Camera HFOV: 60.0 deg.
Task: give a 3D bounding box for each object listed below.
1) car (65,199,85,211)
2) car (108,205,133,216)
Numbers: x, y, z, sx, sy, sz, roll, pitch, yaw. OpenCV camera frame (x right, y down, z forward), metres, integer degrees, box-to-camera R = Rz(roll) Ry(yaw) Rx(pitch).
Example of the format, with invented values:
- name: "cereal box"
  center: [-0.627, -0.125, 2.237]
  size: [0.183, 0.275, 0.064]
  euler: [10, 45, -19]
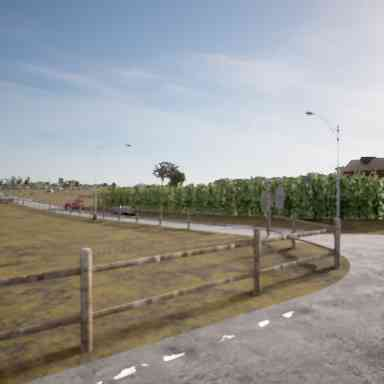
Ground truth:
- name: "car"
  center: [-20.575, 2.194, 58.575]
  size: [2.150, 2.045, 5.566]
  euler: [2, -1, -36]
- name: "car"
  center: [-9.257, 2.414, 43.103]
  size: [1.994, 1.385, 4.181]
  euler: [2, -2, -36]
